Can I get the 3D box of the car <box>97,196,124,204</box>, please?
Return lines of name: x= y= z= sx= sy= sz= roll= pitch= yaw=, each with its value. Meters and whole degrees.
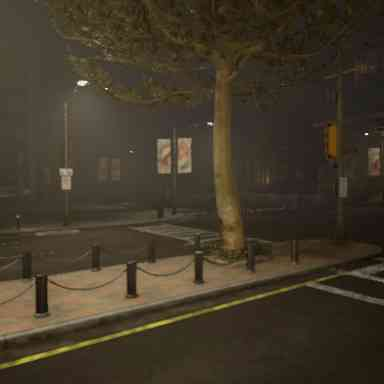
car: x=-14.501 y=1.350 z=57.468 sx=2.033 sy=1.411 sz=5.357 roll=-1 pitch=0 yaw=-41

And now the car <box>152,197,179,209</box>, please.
car: x=-3.471 y=1.327 z=42.411 sx=1.812 sy=1.442 sz=4.674 roll=-1 pitch=0 yaw=-35

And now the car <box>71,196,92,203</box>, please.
car: x=-21.030 y=1.385 z=63.128 sx=4.181 sy=1.385 sz=1.994 roll=0 pitch=0 yaw=34

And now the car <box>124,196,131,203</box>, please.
car: x=-12.967 y=1.337 z=60.745 sx=1.994 sy=1.385 sz=4.181 roll=-1 pitch=0 yaw=-43
